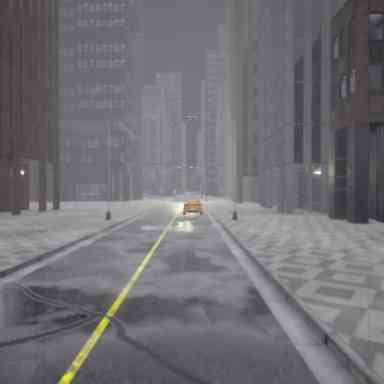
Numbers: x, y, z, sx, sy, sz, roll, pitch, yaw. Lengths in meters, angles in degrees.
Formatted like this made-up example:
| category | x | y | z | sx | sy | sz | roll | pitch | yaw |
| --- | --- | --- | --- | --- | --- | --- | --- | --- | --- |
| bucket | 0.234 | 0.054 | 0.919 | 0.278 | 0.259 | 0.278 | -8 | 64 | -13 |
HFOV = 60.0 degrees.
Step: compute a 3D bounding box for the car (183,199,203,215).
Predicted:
| category | x | y | z | sx | sy | sz | roll | pitch | yaw |
| --- | --- | --- | --- | --- | --- | --- | --- | --- | --- |
| car | 0.083 | 1.472 | 34.298 | 1.882 | 1.535 | 5.008 | 0 | 0 | 0 |
